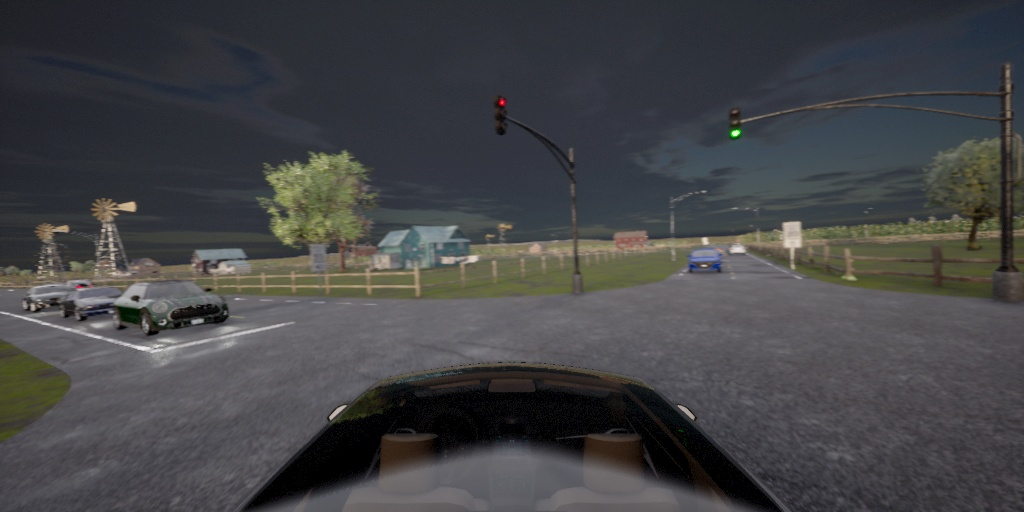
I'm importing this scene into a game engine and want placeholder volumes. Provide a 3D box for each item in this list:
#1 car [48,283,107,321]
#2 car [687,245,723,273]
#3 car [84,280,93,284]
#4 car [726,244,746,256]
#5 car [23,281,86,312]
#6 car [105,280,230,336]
[{"bbox_3d":[-20.520,2.252,17.719,5.357,1.411,2.033,-3,2,30],"label":"car"},{"bbox_3d":[13.152,0.249,24.452,1.882,1.535,5.008,-2,1,30],"label":"car"},{"bbox_3d":[-41.162,3.095,34.026,4.892,1.490,1.837,-3,2,30],"label":"car"},{"bbox_3d":[30.358,-0.822,48.344,1.812,1.442,4.674,-2,1,30],"label":"car"},{"bbox_3d":[-29.360,2.636,22.882,4.892,1.490,1.837,-3,2,30],"label":"car"},{"bbox_3d":[-12.313,1.661,12.924,4.553,1.767,2.097,-3,2,30],"label":"car"}]
